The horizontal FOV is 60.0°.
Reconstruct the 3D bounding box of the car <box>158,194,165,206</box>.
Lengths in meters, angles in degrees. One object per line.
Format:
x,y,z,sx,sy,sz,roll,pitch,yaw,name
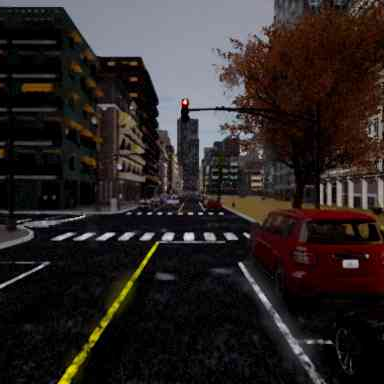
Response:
-5.693,1.463,51.488,2.008,1.369,4.403,0,0,0,car

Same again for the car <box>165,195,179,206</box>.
-3.003,1.512,52.563,1.895,1.301,4.718,0,0,0,car

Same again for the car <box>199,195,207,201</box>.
2.685,1.413,79.321,1.752,1.417,4.829,0,0,0,car

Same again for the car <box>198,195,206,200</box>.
2.685,1.427,90.217,1.887,1.381,4.507,0,0,0,car

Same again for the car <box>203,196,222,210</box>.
2.688,1.470,40.422,1.887,1.381,4.507,0,0,0,car

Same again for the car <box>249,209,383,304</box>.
2.692,1.298,8.034,2.192,1.841,5.009,0,0,0,car

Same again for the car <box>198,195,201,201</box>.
2.686,1.479,68.085,1.802,1.307,4.206,0,0,0,car

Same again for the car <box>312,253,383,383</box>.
2.692,1.560,2.511,1.947,1.339,4.313,0,0,0,car

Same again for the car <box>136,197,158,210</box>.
-5.692,1.476,40.422,2.008,1.369,4.403,0,0,0,car

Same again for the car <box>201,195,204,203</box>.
2.687,1.437,51.658,1.752,1.417,4.829,0,0,0,car
